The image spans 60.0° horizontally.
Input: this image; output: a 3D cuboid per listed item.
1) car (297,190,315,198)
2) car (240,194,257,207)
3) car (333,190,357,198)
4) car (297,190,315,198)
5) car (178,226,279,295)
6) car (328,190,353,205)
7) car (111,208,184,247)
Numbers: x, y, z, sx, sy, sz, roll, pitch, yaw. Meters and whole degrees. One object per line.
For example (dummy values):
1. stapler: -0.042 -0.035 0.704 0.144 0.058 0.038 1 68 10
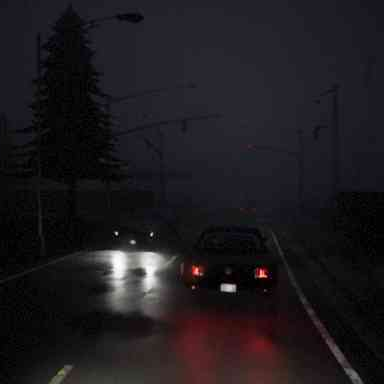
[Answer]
1. car: 26.335 0.686 76.934 3.806 1.475 1.970 0 1 10
2. car: 7.317 0.975 43.347 2.097 1.767 4.553 0 1 11
3. car: 34.688 0.435 75.475 4.605 1.855 1.932 0 1 10
4. car: 27.522 0.374 80.097 3.866 1.878 1.905 0 1 10
5. car: 1.015 1.525 8.540 1.895 1.301 4.718 0 1 8
6. car: 20.348 0.950 43.205 5.027 1.636 2.152 0 1 10
7. car: -1.666 1.418 14.712 2.033 1.411 5.357 0 0 11
